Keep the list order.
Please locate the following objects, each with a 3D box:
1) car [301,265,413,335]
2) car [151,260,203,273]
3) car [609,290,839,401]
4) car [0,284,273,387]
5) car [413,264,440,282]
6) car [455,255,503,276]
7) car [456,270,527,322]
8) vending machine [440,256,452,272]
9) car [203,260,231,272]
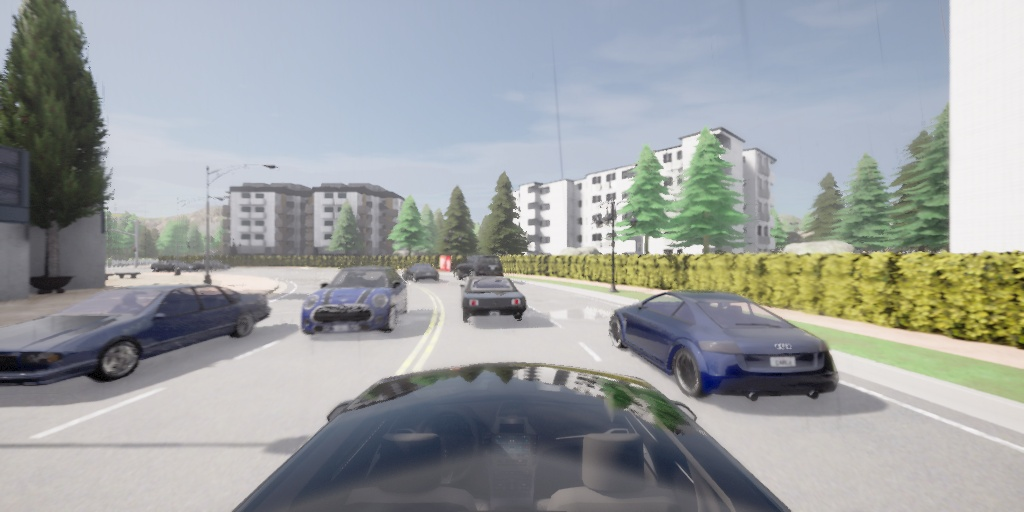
[{"bbox_3d":[-4.354,1.102,10.612,2.097,1.767,4.553,0,0,-9],"label":"car"},{"bbox_3d":[-40.436,1.244,42.857,4.902,1.511,2.128,0,0,9],"label":"car"},{"bbox_3d":[3.307,1.314,6.569,1.994,1.385,4.181,0,0,-4],"label":"car"},{"bbox_3d":[-7.305,1.298,7.375,2.033,1.411,5.357,0,0,-4],"label":"car"},{"bbox_3d":[-7.369,1.315,28.898,1.994,1.385,4.181,0,0,-32],"label":"car"},{"bbox_3d":[-2.645,0.973,27.893,2.150,2.045,5.566,0,0,-28],"label":"car"},{"bbox_3d":[-0.849,1.351,12.390,1.895,1.301,4.718,0,0,-9],"label":"car"},{"bbox_3d":[-7.615,0.947,41.357,1.100,2.100,0.880,0,0,-44],"label":"vending machine"},{"bbox_3d":[-38.682,1.244,46.094,4.902,1.511,2.128,0,0,11],"label":"car"}]
